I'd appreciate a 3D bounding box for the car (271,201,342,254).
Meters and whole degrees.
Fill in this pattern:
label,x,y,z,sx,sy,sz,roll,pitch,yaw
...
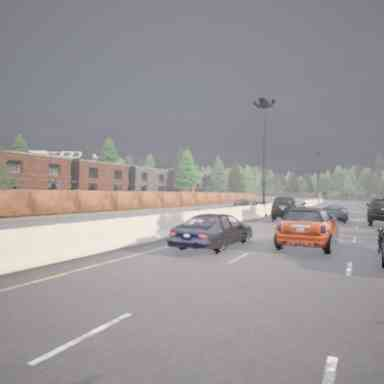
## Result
label,x,y,z,sx,sy,sz,roll,pitch,yaw
car,5.075,1.459,14.380,2.097,1.767,4.553,0,0,28

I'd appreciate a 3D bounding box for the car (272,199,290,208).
label,x,y,z,sx,sy,sz,roll,pitch,yaw
car,15.482,1.966,57.721,1.994,1.385,4.181,0,0,28

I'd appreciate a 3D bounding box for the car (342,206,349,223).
label,x,y,z,sx,sy,sz,roll,pitch,yaw
car,12.038,1.786,27.890,1.994,1.385,4.181,0,0,28

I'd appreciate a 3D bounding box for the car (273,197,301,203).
label,x,y,z,sx,sy,sz,roll,pitch,yaw
car,8.351,1.425,28.408,2.150,2.045,5.566,0,0,28

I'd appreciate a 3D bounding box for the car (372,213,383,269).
label,x,y,z,sx,sy,sz,roll,pitch,yaw
car,7.209,1.649,10.931,2.033,1.411,5.357,0,0,28

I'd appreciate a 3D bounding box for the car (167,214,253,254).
label,x,y,z,sx,sy,sz,roll,pitch,yaw
car,0.982,1.629,14.129,2.033,1.411,5.357,0,0,28

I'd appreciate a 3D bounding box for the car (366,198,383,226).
label,x,y,z,sx,sy,sz,roll,pitch,yaw
car,14.566,1.445,25.188,2.150,2.045,5.566,0,0,28
